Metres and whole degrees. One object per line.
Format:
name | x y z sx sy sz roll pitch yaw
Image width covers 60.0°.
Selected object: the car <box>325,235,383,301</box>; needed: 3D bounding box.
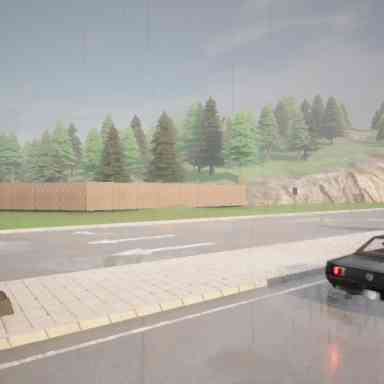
car | 5.110 1.601 7.390 4.718 1.301 1.895 0 0 -35
